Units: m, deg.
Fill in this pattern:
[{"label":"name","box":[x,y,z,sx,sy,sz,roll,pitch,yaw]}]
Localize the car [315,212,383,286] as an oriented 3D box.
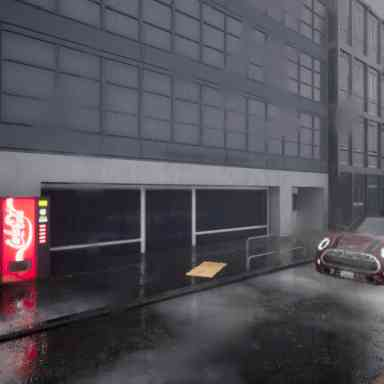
[{"label":"car","box":[5.420,1.372,9.329,4.553,1.767,2.097,0,0,-39]}]
